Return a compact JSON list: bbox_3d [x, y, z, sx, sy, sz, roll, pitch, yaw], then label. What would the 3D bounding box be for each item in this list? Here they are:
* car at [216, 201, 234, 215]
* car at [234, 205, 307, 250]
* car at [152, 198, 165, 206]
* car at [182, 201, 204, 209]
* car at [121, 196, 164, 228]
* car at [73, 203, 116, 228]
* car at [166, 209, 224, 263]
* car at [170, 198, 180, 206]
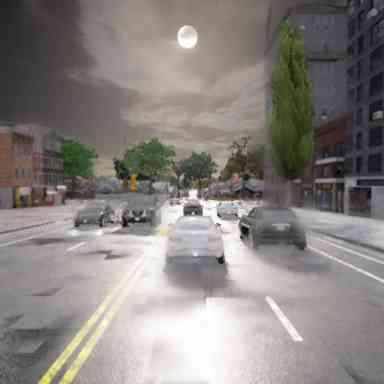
[{"bbox_3d":[3.353,1.648,32.527,1.812,1.442,4.674,0,0,0],"label":"car"},{"bbox_3d":[3.351,1.395,14.687,2.097,1.767,4.553,0,0,0],"label":"car"},{"bbox_3d":[-6.503,1.930,64.697,1.994,1.385,4.181,0,-1,0],"label":"car"},{"bbox_3d":[0.103,1.622,31.698,1.837,1.490,4.892,0,0,0],"label":"car"},{"bbox_3d":[-3.346,1.296,23.094,2.150,2.045,5.566,0,0,0],"label":"car"},{"bbox_3d":[-6.596,1.579,22.955,1.837,1.490,4.892,0,0,0],"label":"car"},{"bbox_3d":[0.099,1.558,11.956,1.812,1.442,4.674,0,0,0],"label":"car"},{"bbox_3d":[-3.253,1.868,64.743,2.128,1.511,4.902,0,0,0],"label":"car"}]
